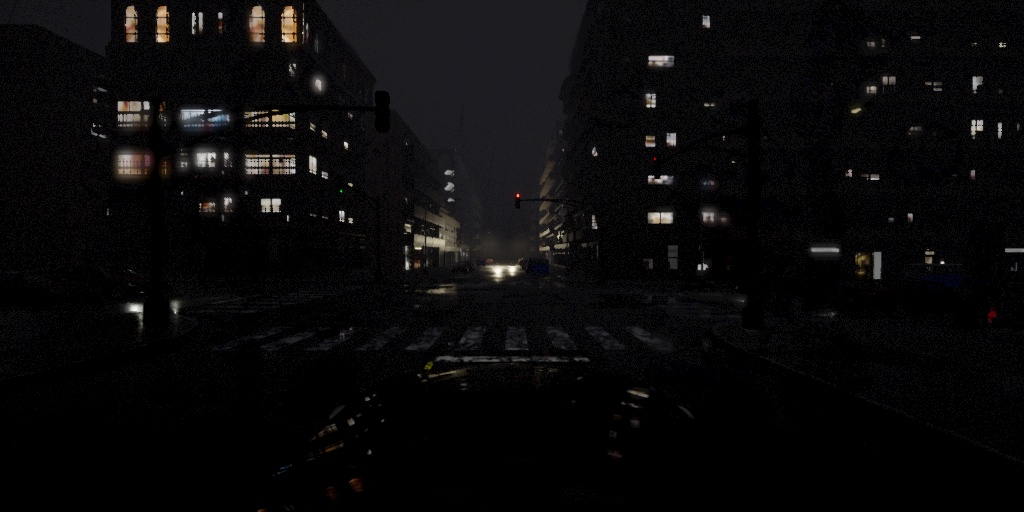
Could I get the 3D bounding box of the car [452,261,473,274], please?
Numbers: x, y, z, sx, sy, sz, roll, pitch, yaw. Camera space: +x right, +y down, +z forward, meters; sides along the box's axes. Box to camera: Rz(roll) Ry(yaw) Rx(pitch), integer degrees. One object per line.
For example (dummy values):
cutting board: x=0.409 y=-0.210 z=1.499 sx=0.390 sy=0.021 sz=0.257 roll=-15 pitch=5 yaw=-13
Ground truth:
car: x=-5.910 y=1.358 z=41.512 sx=1.802 sy=1.307 sz=4.207 roll=0 pitch=0 yaw=0

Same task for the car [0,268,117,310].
car: x=-17.763 y=1.214 z=13.228 sx=4.207 sy=1.307 sz=1.802 roll=0 pitch=0 yaw=0

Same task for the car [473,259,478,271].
car: x=-5.921 y=1.352 z=47.034 sx=1.948 sy=1.339 sz=4.313 roll=0 pitch=0 yaw=0

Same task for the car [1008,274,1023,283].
car: x=24.284 y=1.537 z=15.830 sx=4.892 sy=1.490 sz=1.837 roll=1 pitch=1 yaw=0

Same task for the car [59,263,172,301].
car: x=-18.011 y=1.086 z=15.809 sx=5.008 sy=1.535 sz=1.882 roll=1 pitch=0 yaw=0

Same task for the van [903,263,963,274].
van: x=26.060 y=1.343 z=21.598 sx=3.998 sy=1.789 sz=1.690 roll=0 pitch=0 yaw=0

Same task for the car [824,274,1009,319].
car: x=14.690 y=1.498 z=13.228 sx=4.507 sy=1.381 sz=1.888 roll=0 pitch=0 yaw=0

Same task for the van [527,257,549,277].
van: x=2.755 y=1.109 z=35.981 sx=1.690 sy=1.789 sz=3.998 roll=0 pitch=0 yaw=0

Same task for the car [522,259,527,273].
car: x=2.657 y=1.091 z=41.478 sx=2.192 sy=1.841 sz=5.009 roll=0 pitch=0 yaw=0

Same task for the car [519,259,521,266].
car: x=2.584 y=1.252 z=58.039 sx=1.967 sy=1.591 sz=4.097 roll=0 pitch=0 yaw=0

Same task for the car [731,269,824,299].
car: x=14.245 y=1.424 z=19.013 sx=4.674 sy=1.442 sz=1.812 roll=1 pitch=0 yaw=0
